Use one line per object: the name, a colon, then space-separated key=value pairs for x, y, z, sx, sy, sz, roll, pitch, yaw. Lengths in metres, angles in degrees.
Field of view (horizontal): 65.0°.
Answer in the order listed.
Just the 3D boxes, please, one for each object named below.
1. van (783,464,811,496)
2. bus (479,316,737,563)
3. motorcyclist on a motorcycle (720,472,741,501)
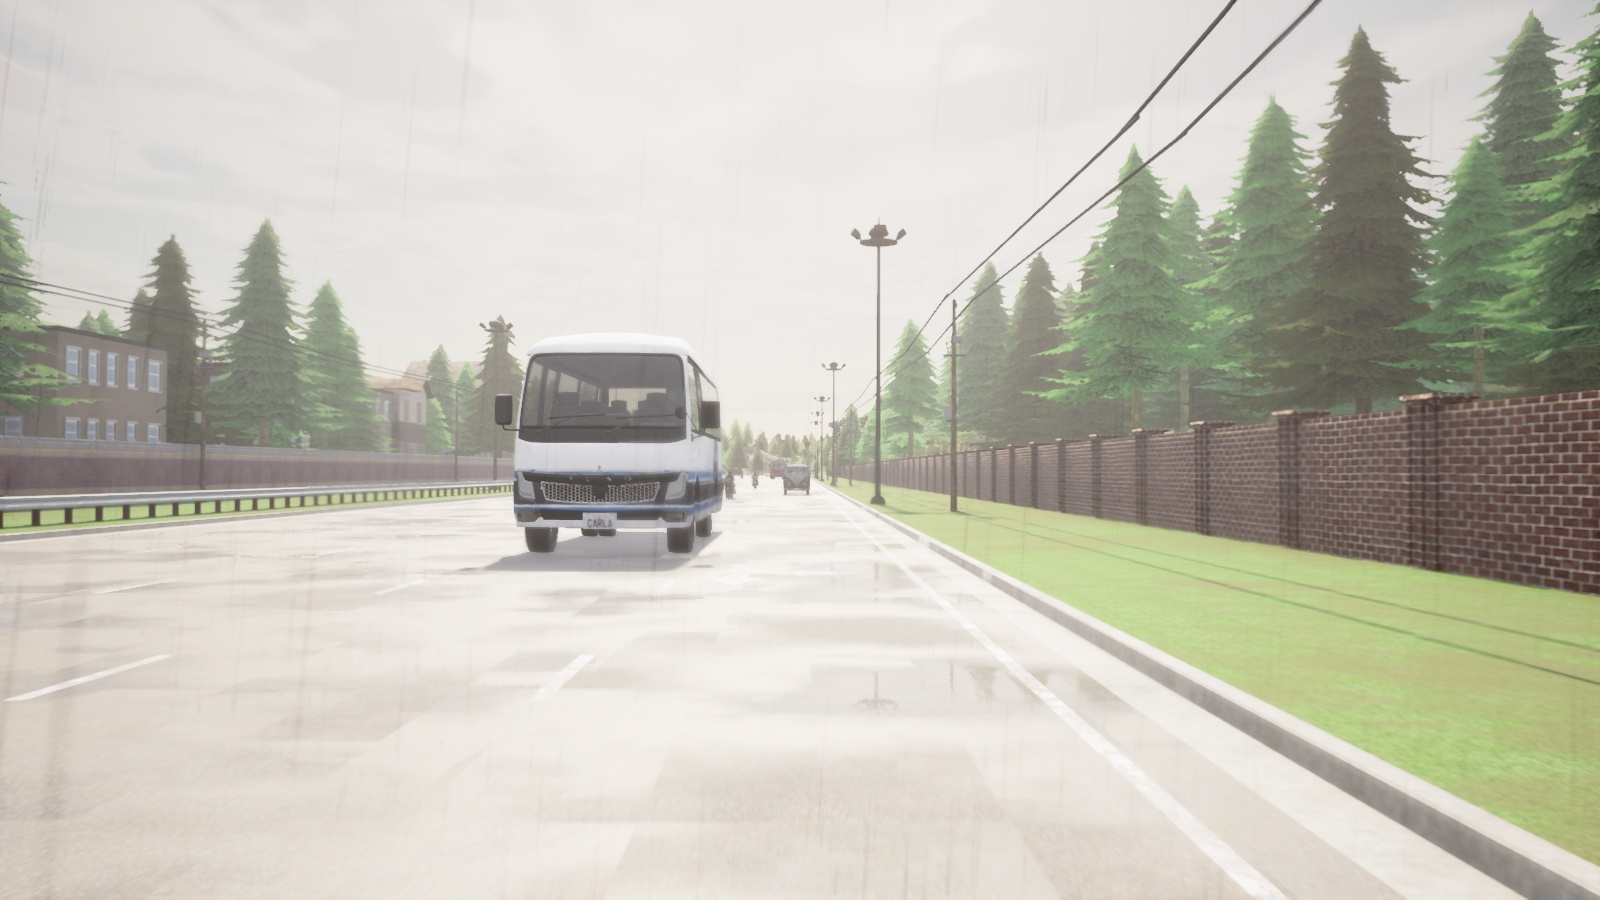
van: x=-0.197 y=1.938 z=81.812 sx=1.775 sy=1.987 sz=4.442 roll=0 pitch=-1 yaw=0
bus: x=-3.569 y=-0.100 z=26.764 sx=3.944 sy=4.253 sz=10.273 roll=0 pitch=-1 yaw=0
motorcyclist on a motorcycle: x=-3.781 y=1.952 z=68.146 sx=0.797 sy=1.523 sz=2.044 roll=-1 pitch=0 yaw=6
